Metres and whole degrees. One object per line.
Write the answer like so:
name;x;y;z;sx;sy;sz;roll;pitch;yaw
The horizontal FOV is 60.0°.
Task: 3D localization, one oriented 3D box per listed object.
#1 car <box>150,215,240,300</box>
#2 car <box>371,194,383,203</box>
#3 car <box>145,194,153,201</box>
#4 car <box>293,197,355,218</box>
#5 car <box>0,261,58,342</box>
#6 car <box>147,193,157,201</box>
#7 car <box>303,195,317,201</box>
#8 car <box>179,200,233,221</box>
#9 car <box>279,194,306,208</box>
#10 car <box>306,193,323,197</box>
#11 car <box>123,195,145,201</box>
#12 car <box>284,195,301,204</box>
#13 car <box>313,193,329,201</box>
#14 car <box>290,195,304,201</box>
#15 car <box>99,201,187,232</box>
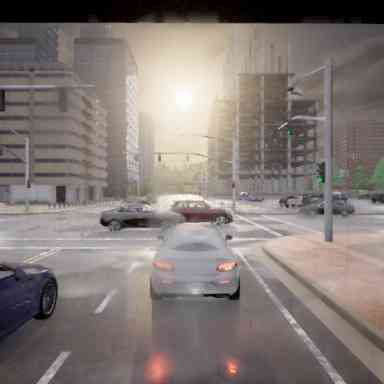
car;0.070;1.526;8.262;1.812;1.442;4.674;0;0;0
car;35.474;1.153;61.921;1.932;1.855;4.605;0;0;0
car;-8.168;1.477;55.300;1.882;1.535;5.008;0;0;0
car;12.096;1.491;30.074;4.902;1.511;2.128;0;0;0
car;-3.442;1.526;4.387;1.812;1.442;4.674;0;0;0
car;-8.207;1.221;65.881;2.150;2.045;5.566;0;0;-1
car;27.167;1.364;76.892;1.784;1.438;3.905;0;0;0
car;0.508;1.352;22.857;4.553;1.767;2.097;0;0;-1
car;13.061;1.153;44.309;1.932;1.855;4.605;0;0;0
car;15.956;1.156;44.268;1.905;1.878;3.866;0;0;0
car;-8.090;1.352;44.850;2.097;1.767;4.553;0;0;0
car;18.577;1.395;61.749;1.970;1.475;3.806;0;0;0
car;29.850;1.153;76.955;1.932;1.855;4.605;0;0;0
car;24.272;1.395;76.878;1.970;1.475;3.806;0;0;0
car;-2.879;1.493;19.316;4.902;1.511;2.128;0;0;-1
